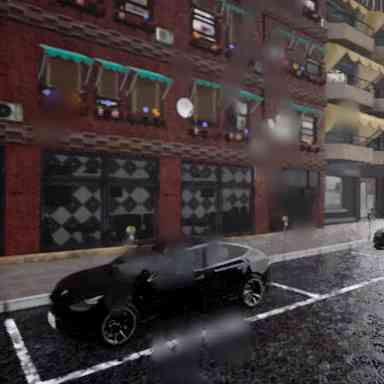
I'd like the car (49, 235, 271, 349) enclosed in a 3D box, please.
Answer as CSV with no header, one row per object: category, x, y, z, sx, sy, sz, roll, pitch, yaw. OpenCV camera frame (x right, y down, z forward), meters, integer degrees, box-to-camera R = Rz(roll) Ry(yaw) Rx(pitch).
car,-0.343,1.560,6.299,4.313,1.339,1.947,0,1,-35

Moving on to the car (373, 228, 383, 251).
car,8.731,1.538,12.765,4.313,1.339,1.947,0,1,-35
